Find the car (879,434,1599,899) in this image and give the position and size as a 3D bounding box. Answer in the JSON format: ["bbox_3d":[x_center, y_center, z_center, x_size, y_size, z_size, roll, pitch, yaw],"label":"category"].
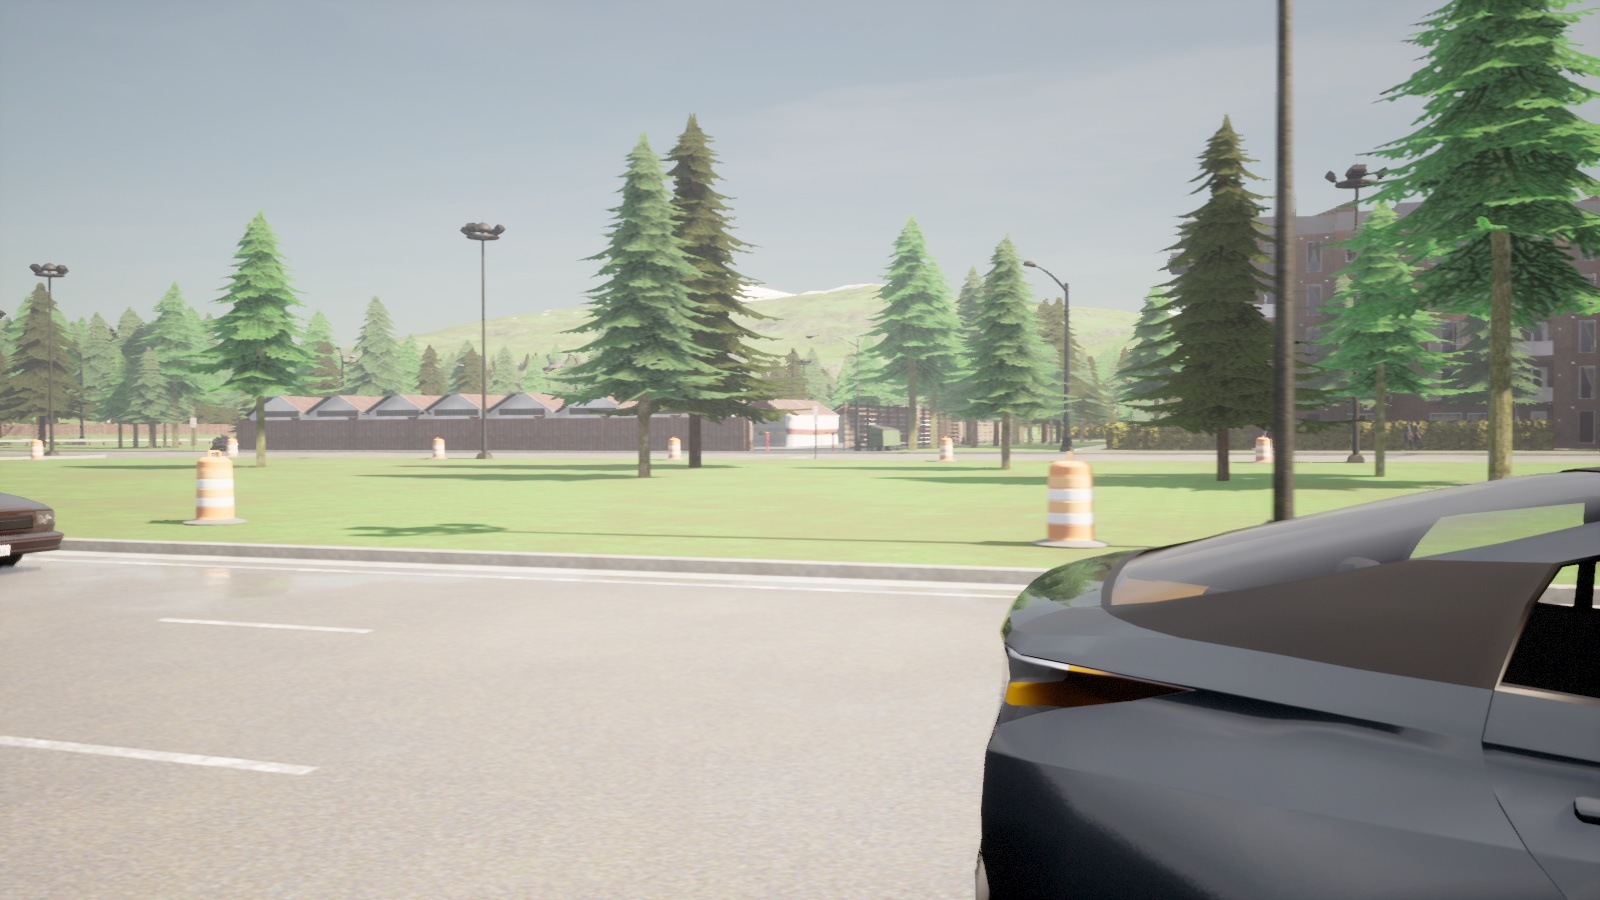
[{"bbox_3d":[2.591,0.746,2.321,4.514,1.525,2.007,1,1,19],"label":"car"}]

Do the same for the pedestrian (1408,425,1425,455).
[{"bbox_3d":[36.956,-0.611,75.249,0.869,1.805,0.328,1,1,18],"label":"pedestrian"}]

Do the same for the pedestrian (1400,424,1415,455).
[{"bbox_3d":[36.234,-0.608,74.898,0.694,1.848,0.540,1,1,19],"label":"pedestrian"}]

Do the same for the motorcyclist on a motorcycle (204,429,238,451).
[{"bbox_3d":[-41.287,-0.729,89.587,2.191,1.530,0.866,0,1,19],"label":"motorcyclist on a motorcycle"}]

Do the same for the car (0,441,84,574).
[{"bbox_3d":[-11.095,0.603,14.311,5.357,1.411,2.033,1,1,19],"label":"car"}]
